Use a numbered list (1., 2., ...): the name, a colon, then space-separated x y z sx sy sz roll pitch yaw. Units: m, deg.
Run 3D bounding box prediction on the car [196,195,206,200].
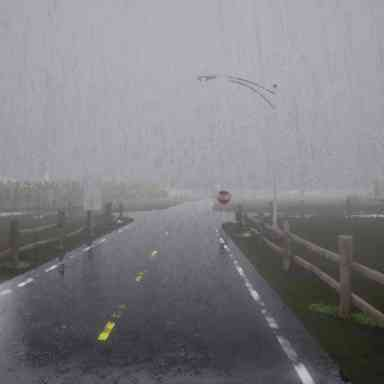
1. car: 2.336 1.436 84.843 1.994 1.385 4.181 0 0 8
